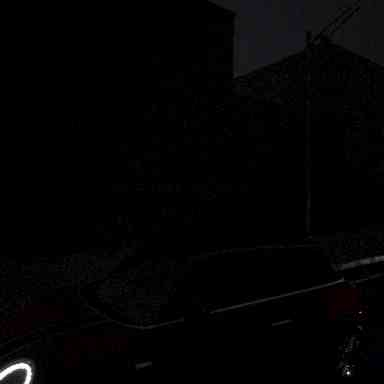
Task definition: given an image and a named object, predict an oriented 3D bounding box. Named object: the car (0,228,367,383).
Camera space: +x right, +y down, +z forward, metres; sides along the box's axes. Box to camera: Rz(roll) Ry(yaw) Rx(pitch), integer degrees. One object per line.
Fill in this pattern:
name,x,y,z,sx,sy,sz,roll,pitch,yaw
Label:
car,-0.079,1.367,3.909,4.553,1.767,2.097,1,0,-31
